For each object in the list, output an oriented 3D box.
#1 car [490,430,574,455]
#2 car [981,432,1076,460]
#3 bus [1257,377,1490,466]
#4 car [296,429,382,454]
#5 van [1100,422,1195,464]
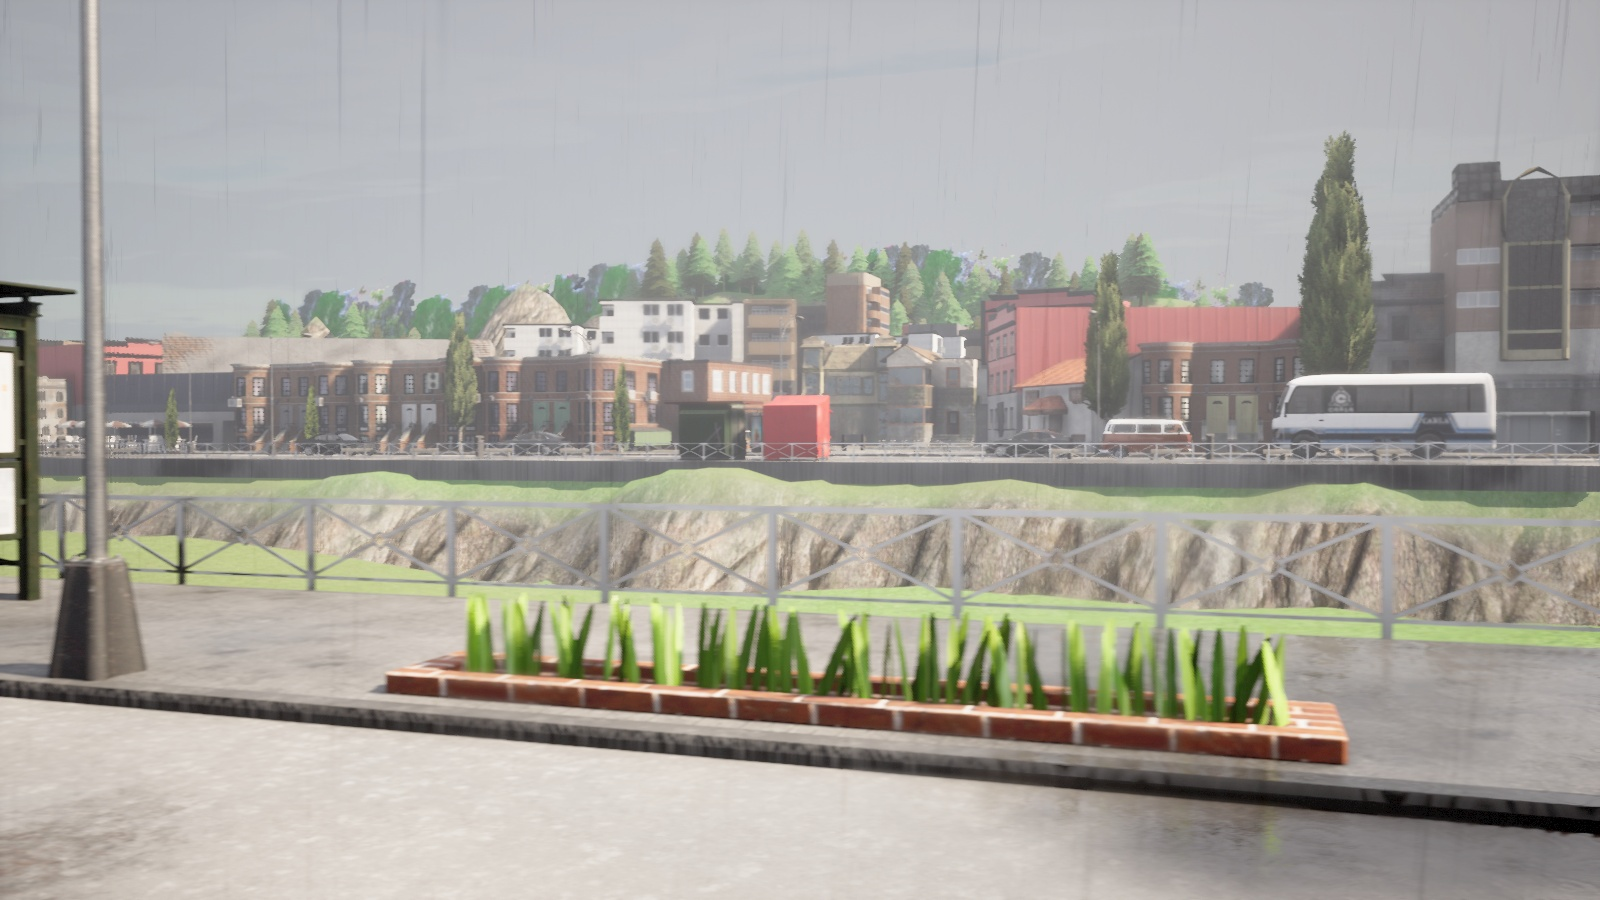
[{"bbox_3d":[-16.756,-0.491,78.659,4.892,1.490,1.837,1,1,19],"label":"car"},{"bbox_3d":[12.526,-0.223,68.797,4.892,1.490,1.837,1,1,20],"label":"car"},{"bbox_3d":[28.471,-1.452,63.057,10.273,4.253,3.944,1,1,19],"label":"bus"},{"bbox_3d":[-28.799,-0.561,78.484,5.008,1.535,1.882,1,1,19],"label":"car"},{"bbox_3d":[17.432,-0.393,62.955,4.480,2.038,2.069,1,1,19],"label":"van"}]
